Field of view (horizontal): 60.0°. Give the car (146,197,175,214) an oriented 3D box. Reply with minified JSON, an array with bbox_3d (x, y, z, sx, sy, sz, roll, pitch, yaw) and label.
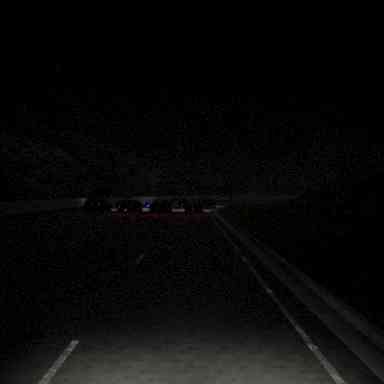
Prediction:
[{"bbox_3d":[-3.289,1.454,35.728,1.882,1.535,5.008,0,0,3],"label":"car"}]

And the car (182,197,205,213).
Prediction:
[{"bbox_3d":[0.223,1.502,35.932,1.812,1.442,4.674,0,0,3],"label":"car"}]

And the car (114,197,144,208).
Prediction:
[{"bbox_3d":[-8.891,1.461,47.535,2.128,1.511,4.902,0,0,17],"label":"car"}]

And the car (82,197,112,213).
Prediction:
[{"bbox_3d":[-10.445,1.327,36.940,2.097,1.767,4.553,0,0,2],"label":"car"}]

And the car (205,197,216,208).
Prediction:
[{"bbox_3d":[2.018,1.494,47.287,1.812,1.442,4.674,0,0,20],"label":"car"}]

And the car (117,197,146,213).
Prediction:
[{"bbox_3d":[-6.744,1.577,36.674,1.895,1.301,4.718,0,0,3],"label":"car"}]

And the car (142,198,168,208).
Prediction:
[{"bbox_3d":[-5.242,1.569,47.600,1.895,1.301,4.718,0,0,18],"label":"car"}]

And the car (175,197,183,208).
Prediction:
[{"bbox_3d":[-1.723,1.475,47.095,1.837,1.490,4.892,0,1,18],"label":"car"}]
